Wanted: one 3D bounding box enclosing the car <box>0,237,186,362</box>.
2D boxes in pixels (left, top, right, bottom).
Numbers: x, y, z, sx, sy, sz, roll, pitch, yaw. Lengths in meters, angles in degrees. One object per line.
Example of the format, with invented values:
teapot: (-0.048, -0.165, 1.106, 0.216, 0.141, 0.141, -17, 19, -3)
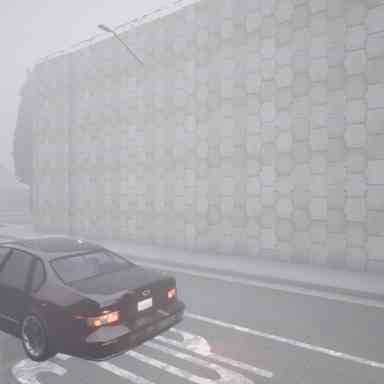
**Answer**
car: (-2.676, 1.547, 5.890, 5.357, 1.411, 2.033, 0, 0, 35)
